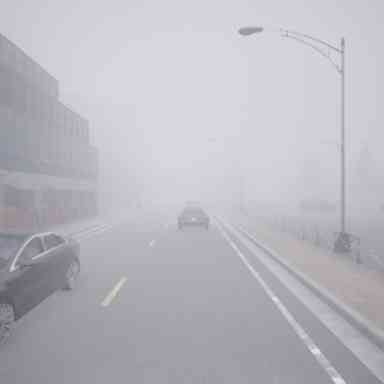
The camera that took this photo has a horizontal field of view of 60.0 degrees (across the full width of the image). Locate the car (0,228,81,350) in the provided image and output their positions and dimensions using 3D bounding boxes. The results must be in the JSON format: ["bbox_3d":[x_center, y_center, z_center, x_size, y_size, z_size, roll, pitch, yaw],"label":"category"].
[{"bbox_3d":[-3.597,1.497,6.192,2.128,1.511,4.902,0,0,0],"label":"car"}]

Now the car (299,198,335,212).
[{"bbox_3d":[13.871,1.413,36.810,3.633,1.501,1.845,0,0,0],"label":"car"}]

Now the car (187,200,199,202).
[{"bbox_3d":[0.080,1.571,35.479,2.033,1.411,5.357,0,0,0],"label":"car"}]

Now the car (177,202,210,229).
[{"bbox_3d":[0.093,1.579,21.526,1.994,1.385,4.181,0,0,0],"label":"car"}]

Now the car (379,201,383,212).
[{"bbox_3d":[21.293,1.421,33.833,3.806,1.475,1.970,0,0,0],"label":"car"}]
